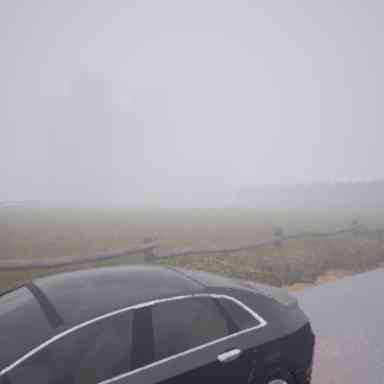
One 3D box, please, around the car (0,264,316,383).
[{"bbox_3d":[-0.956,1.509,2.815,4.892,1.490,1.837,1,-1,-35],"label":"car"}]
